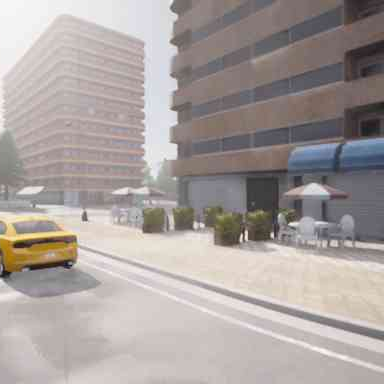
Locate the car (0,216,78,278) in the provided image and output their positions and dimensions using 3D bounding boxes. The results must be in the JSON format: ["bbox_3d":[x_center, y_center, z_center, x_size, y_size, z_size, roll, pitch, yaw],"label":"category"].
[{"bbox_3d":[-5.332,1.505,10.507,1.882,1.535,5.008,0,0,-42],"label":"car"}]
